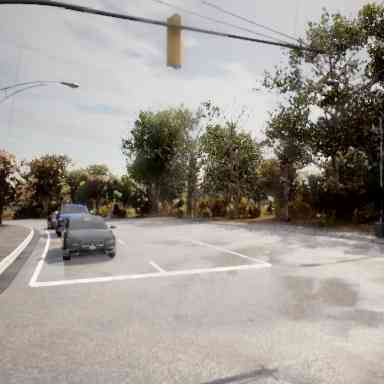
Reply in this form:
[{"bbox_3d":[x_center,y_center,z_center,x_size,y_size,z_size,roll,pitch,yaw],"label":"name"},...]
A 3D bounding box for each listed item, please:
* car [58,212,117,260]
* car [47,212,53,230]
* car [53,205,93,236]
[{"bbox_3d":[-4.334,1.740,13.613,1.837,1.490,4.892,0,-2,-23],"label":"car"},{"bbox_3d":[-12.582,2.624,31.897,2.097,1.767,4.553,0,-4,-29],"label":"car"},{"bbox_3d":[-8.125,1.882,22.786,2.150,2.045,5.566,0,-3,-24],"label":"car"}]
